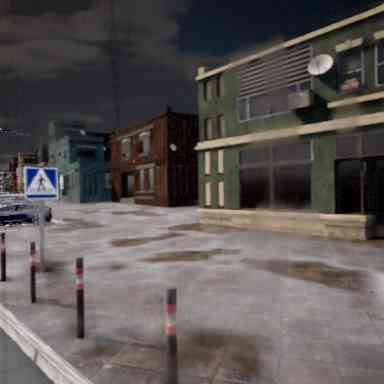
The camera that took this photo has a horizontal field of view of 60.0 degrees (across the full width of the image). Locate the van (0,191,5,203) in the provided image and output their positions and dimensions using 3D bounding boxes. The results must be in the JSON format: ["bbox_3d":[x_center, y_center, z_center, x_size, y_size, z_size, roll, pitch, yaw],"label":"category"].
[{"bbox_3d":[-34.046,0.935,55.793,4.442,1.987,1.878,-1,1,-33],"label":"van"}]

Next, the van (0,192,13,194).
[{"bbox_3d":[-16.044,1.180,27.865,4.442,1.987,1.878,-1,1,-33],"label":"van"}]

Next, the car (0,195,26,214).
[{"bbox_3d":[-18.896,1.239,32.496,4.553,1.767,2.185,-1,1,-33],"label":"car"}]

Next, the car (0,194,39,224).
[{"bbox_3d":[-14.326,1.290,25.515,4.553,1.767,2.185,-1,1,-33],"label":"car"}]

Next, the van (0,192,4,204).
[{"bbox_3d":[-32.720,0.953,53.341,4.442,1.987,1.878,-1,1,-33],"label":"van"}]

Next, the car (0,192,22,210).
[{"bbox_3d":[-23.465,1.046,39.467,5.566,2.045,2.435,-1,1,-33],"label":"car"}]

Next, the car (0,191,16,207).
[{"bbox_3d":[-26.626,1.003,44.192,5.566,2.045,2.435,-1,1,-33],"label":"car"}]

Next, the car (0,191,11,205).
[{"bbox_3d":[-31.076,0.944,51.094,5.566,2.045,2.435,-1,1,-33],"label":"car"}]

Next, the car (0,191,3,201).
[{"bbox_3d":[-40.256,0.857,65.016,5.566,2.045,2.435,-1,1,-33],"label":"car"}]
